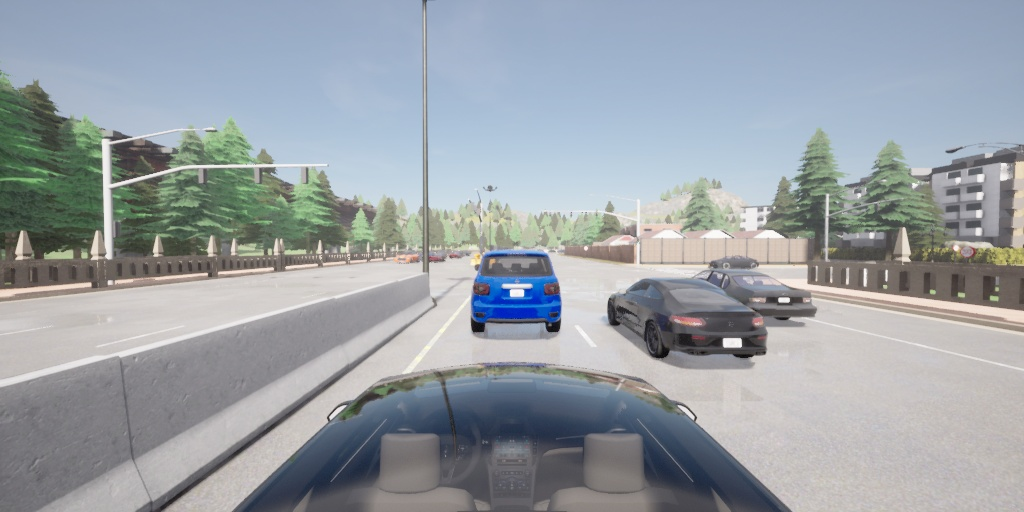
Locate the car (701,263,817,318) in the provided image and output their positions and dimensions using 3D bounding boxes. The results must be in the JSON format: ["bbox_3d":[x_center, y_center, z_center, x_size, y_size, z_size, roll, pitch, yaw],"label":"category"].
[{"bbox_3d":[7.087,1.132,11.782,2.033,1.411,5.357,0,1,1],"label":"car"}]

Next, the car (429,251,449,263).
[{"bbox_3d":[-10.713,0.313,50.703,1.895,1.301,4.718,0,1,0],"label":"car"}]

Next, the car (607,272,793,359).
[{"bbox_3d":[3.549,1.186,8.082,1.812,1.442,4.674,0,1,0],"label":"car"}]

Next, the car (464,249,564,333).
[{"bbox_3d":[0.065,0.832,10.371,2.150,2.045,5.566,0,1,-1],"label":"car"}]

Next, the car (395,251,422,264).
[{"bbox_3d":[-14.206,0.114,48.485,2.097,1.767,4.553,0,1,2],"label":"car"}]

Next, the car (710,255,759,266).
[{"bbox_3d":[22.004,0.617,35.589,4.181,1.385,1.994,0,1,2],"label":"car"}]
